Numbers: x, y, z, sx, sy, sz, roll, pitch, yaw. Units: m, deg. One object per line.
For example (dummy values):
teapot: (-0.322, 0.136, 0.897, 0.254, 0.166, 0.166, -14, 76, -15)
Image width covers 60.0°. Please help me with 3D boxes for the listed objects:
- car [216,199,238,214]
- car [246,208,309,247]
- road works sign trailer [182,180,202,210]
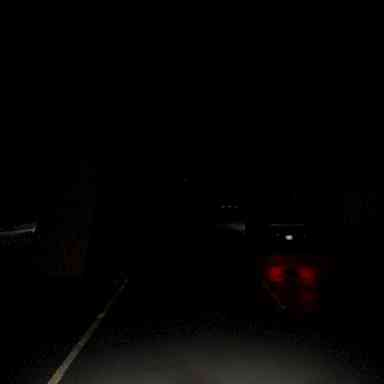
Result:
car: (3.599, 1.462, 34.432, 2.033, 1.411, 5.357, 0, 0, 0)
car: (3.600, 1.455, 14.732, 2.128, 1.511, 4.902, 0, 0, 0)
road works sign trailer: (-0.001, 0.362, 41.304, 2.380, 3.560, 2.880, 0, 0, 0)
